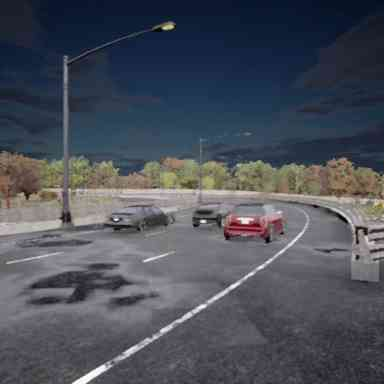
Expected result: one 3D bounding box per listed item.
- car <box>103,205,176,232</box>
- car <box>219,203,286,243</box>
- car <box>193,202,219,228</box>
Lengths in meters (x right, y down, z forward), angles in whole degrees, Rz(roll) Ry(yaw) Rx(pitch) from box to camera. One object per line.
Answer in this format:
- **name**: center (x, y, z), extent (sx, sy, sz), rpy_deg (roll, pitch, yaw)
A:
- **car**: center (-2.882, 1.468, 19.519), extent (2.033, 1.411, 5.357), rpy_deg (0, 0, 24)
- **car**: center (3.200, 1.299, 16.194), extent (2.097, 1.767, 4.553), rpy_deg (0, 0, 25)
- **car**: center (1.604, 1.430, 21.245), extent (1.837, 1.490, 4.892), rpy_deg (0, 0, 23)
